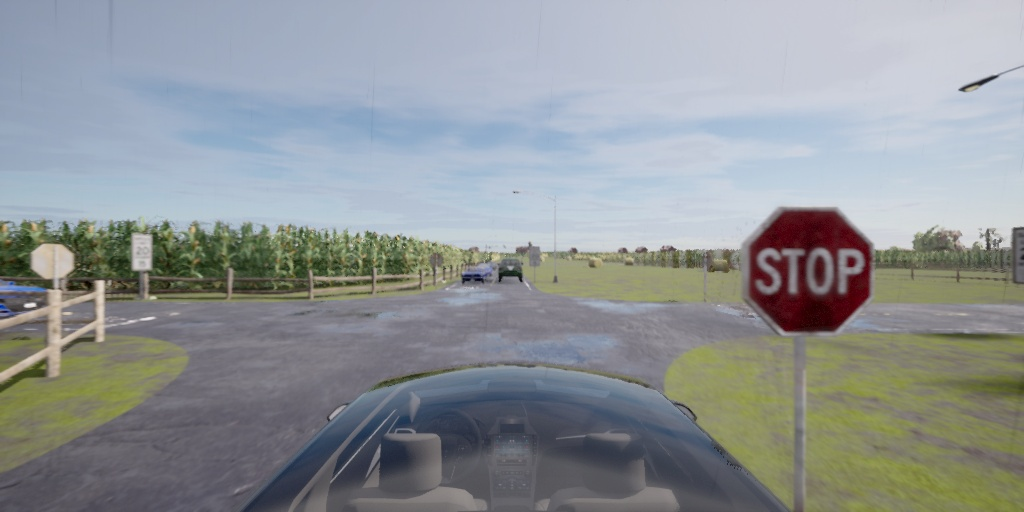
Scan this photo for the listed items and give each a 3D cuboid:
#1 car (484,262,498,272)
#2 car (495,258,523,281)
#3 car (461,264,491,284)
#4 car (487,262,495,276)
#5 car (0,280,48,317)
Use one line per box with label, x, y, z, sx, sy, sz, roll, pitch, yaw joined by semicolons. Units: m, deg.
car;-3.252;1.679;56.426;1.837;1.490;4.892;0;-1;0
car;-0.142;1.235;33.296;2.150;2.045;5.566;0;0;0
car;-3.064;1.582;29.852;1.895;1.301;4.718;0;0;0
car;-3.152;1.590;40.692;1.812;1.442;4.674;0;0;0
car;-17.494;1.239;11.106;5.008;1.535;1.882;0;0;-1
